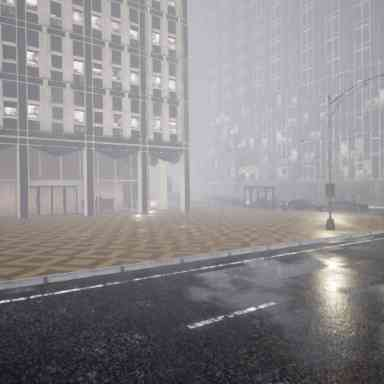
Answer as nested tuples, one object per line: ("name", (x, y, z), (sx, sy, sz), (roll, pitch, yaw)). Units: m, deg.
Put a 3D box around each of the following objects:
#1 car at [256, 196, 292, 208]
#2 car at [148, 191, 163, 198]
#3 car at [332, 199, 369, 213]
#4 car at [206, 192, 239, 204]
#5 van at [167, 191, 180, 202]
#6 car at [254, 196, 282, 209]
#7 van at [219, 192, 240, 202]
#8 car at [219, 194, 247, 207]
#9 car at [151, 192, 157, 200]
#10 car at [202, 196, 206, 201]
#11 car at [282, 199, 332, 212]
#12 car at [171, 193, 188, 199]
("car", (10.688, 1.274, 43.763), (1.812, 1.442, 4.674), (-1, 1, -34))
("car", (-9.251, 0.686, 83.388), (1.967, 1.590, 4.097), (0, 1, -34))
("car", (16.427, 1.405, 35.328), (1.994, 1.385, 4.181), (-1, 1, -34))
("car", (4.861, 1.159, 52.356), (1.837, 1.490, 4.892), (-1, 1, -34))
("van", (-3.394, 0.937, 59.877), (1.690, 1.788, 3.998), (0, 1, -34))
("car", (9.298, 1.387, 41.021), (1.802, 1.307, 4.206), (0, 1, -34))
("van", (6.731, 0.855, 59.889), (1.690, 1.788, 3.998), (0, 1, -34))
("car", (6.150, 1.319, 45.753), (1.947, 1.339, 4.313), (0, 1, -34))
("car", (-9.787, 1.039, 69.279), (2.008, 1.369, 4.403), (0, 1, -34))
("car", (3.536, 1.043, 64.591), (1.802, 1.307, 4.206), (0, 1, -34))
("car", (12.481, 1.423, 36.309), (1.947, 1.339, 4.313), (0, 1, -34))
("car", (-2.857, 0.935, 73.991), (1.802, 1.307, 4.206), (0, 1, -34))
